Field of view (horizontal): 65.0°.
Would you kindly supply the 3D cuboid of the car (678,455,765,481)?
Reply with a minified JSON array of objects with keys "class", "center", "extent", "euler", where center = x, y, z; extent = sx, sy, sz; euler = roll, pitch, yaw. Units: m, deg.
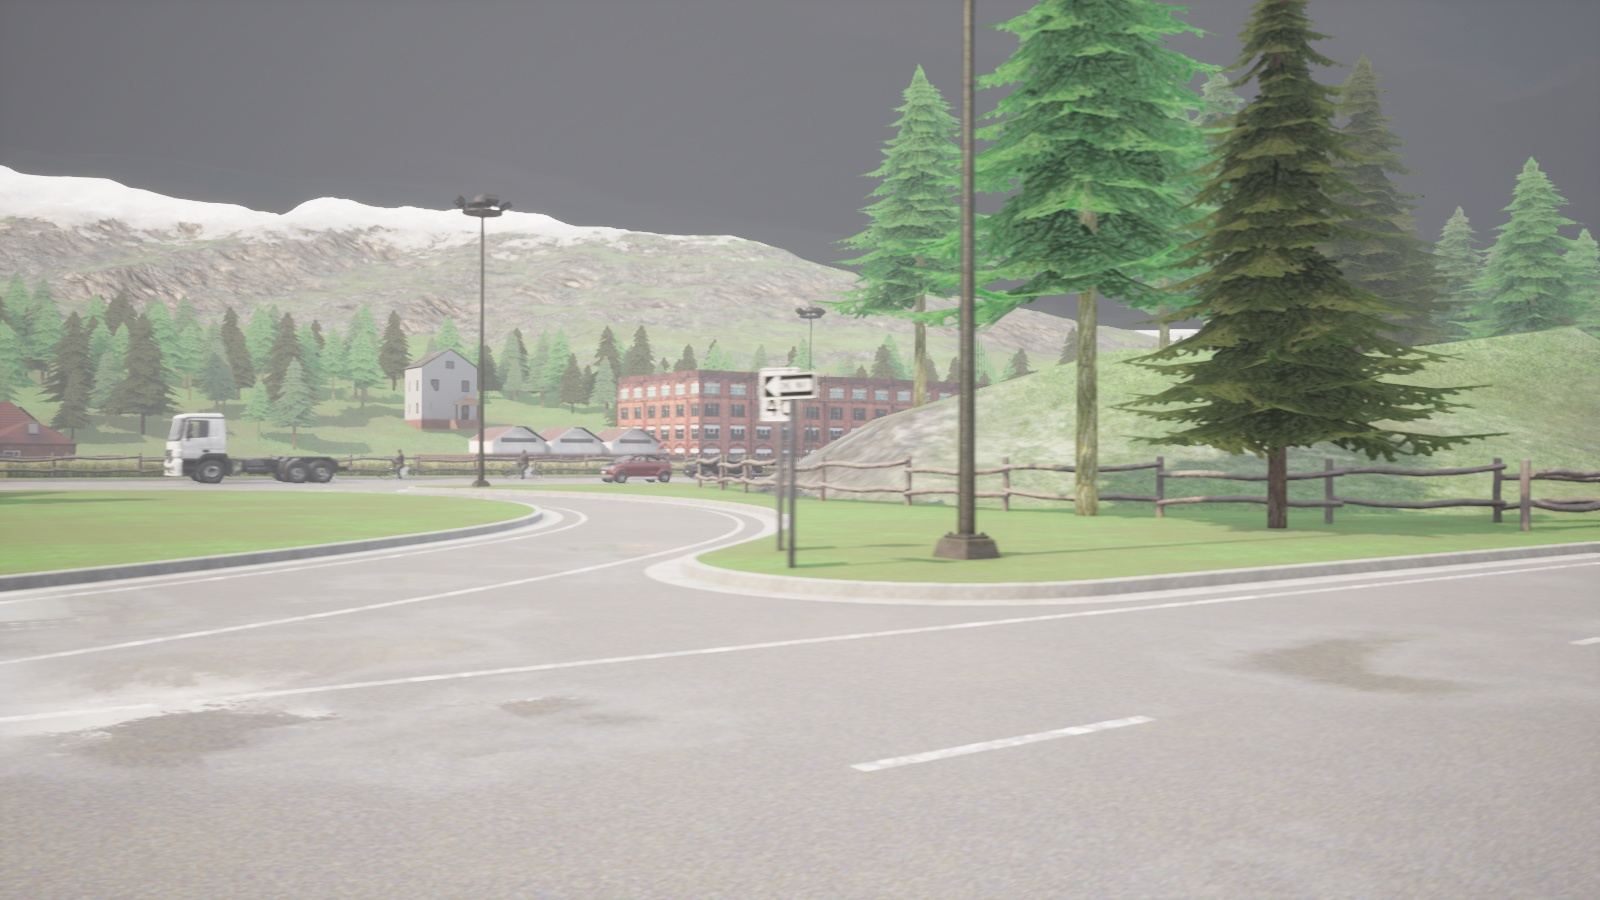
[{"class":"car","center":[-4.775,1.058,76.559],"extent":[5.008,1.535,1.882],"euler":[0,0,-35]}]

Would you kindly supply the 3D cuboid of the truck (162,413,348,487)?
[{"class":"truck","center":[-26.598,0.016,61.461],"extent":[7.936,3.462,2.891],"euler":[0,0,-35]}]

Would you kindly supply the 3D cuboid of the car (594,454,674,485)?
[{"class":"car","center":[-8.628,1.007,65.380],"extent":[3.705,1.549,1.789],"euler":[0,0,-35]}]

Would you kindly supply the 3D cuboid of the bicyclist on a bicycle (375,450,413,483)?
[{"class":"bicyclist on a bicycle","center":[-22.211,0.904,68.750],"extent":[1.843,1.776,0.659],"euler":[0,0,-35]}]

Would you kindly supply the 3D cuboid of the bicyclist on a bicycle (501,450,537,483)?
[{"class":"bicyclist on a bicycle","center":[-15.479,0.910,69.152],"extent":[1.843,1.776,0.659],"euler":[1,-1,-35]}]
